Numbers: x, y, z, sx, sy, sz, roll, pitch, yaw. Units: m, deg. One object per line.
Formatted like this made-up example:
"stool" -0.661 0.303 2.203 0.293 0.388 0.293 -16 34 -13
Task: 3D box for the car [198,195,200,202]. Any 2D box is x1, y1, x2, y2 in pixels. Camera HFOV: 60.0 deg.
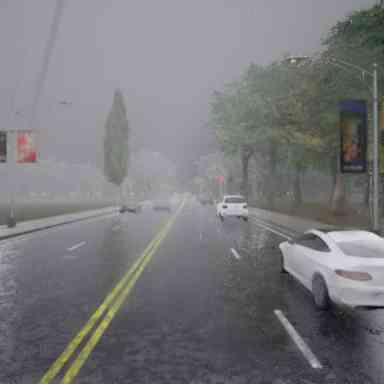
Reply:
"car" 2.961 1.532 74.448 2.150 2.045 5.566 0 0 0

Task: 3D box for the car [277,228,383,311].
"car" 3.345 1.553 7.697 1.812 1.442 4.674 0 0 0

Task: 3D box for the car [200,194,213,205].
"car" 3.039 1.609 63.382 2.097 1.767 4.553 0 0 0

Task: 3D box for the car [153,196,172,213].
"car" -3.425 1.623 39.309 1.882 1.535 5.008 0 0 0

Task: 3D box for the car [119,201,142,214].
"car" -6.669 1.682 36.864 2.033 1.411 5.357 0 0 0

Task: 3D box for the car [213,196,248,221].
"car" 3.307 1.321 28.107 2.150 2.045 5.566 0 0 0
